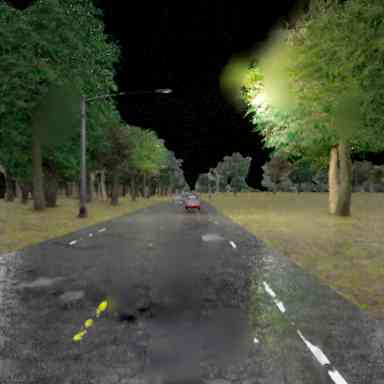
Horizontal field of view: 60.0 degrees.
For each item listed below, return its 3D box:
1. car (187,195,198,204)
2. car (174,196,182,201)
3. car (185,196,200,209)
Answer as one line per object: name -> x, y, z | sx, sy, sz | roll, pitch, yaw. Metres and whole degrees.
car -> 0.091, 1.434, 63.223 | 1.882, 1.535, 5.008 | 0, 0, 0
car -> -3.510, 1.542, 82.071 | 1.895, 1.301, 4.718 | 0, 0, 0
car -> 0.096, 1.530, 44.240 | 1.994, 1.385, 4.181 | 0, 0, 0
